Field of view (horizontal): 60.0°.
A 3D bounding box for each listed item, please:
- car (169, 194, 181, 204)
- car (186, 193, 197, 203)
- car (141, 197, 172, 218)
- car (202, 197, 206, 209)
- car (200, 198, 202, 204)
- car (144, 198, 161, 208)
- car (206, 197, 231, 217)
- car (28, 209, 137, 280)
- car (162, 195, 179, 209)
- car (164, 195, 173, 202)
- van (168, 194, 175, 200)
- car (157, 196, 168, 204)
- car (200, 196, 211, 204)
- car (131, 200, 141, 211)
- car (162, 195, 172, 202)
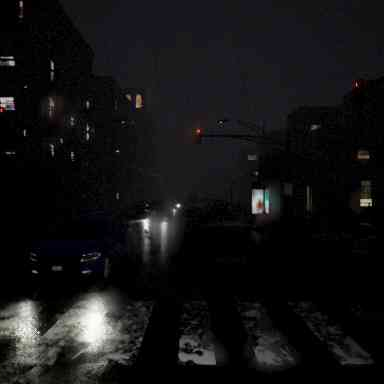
[{"bbox_3d":[-3.117,1.540,64.947,2.128,1.511,4.902,0,0,0],"label":"car"},{"bbox_3d":[-0.037,1.269,70.640,2.150,2.045,5.566,0,0,0],"label":"car"},{"bbox_3d":[-3.155,1.510,30.193,1.837,1.490,4.892,0,0,0],"label":"car"},{"bbox_3d":[2.607,1.597,43.225,1.802,1.307,4.206,0,0,0],"label":"car"},{"bbox_3d":[2.597,1.571,48.923,2.008,1.369,4.403,0,0,0],"label":"car"},{"bbox_3d":[-5.784,1.571,48.895,2.008,1.369,4.403,0,0,0],"label":"car"},{"bbox_3d":[2.627,1.446,31.832,1.967,1.590,4.097,0,0,0],"label":"car"},{"bbox_3d":[-3.115,1.490,10.157,1.882,1.535,5.008,0,0,0],"label":"car"},{"bbox_3d":[-3.176,1.495,45.897,1.882,1.535,5.008,0,0,0],"label":"car"},{"bbox_3d":[-5.846,1.592,82.904,1.752,1.417,4.829,-1,0,0],"label":"car"},{"bbox_3d":[-5.868,1.430,94.468,1.690,1.788,3.998,-1,0,0],"label":"van"},{"bbox_3d":[-5.814,1.565,65.815,1.752,1.417,4.829,0,0,0],"label":"car"},{"bbox_3d":[2.566,1.591,66.012,2.008,1.369,4.403,-1,0,0],"label":"car"},{"bbox_3d":[-5.763,1.561,37.501,2.008,1.369,4.403,0,0,0],"label":"car"},{"bbox_3d":[-5.837,1.497,77.377,1.967,1.590,4.097,0,0,0],"label":"car"}]
